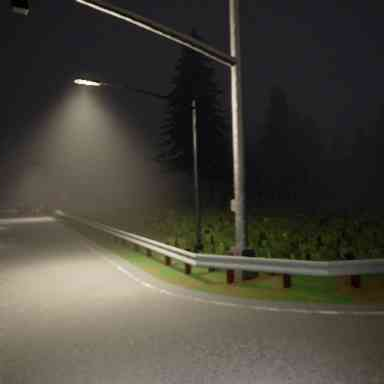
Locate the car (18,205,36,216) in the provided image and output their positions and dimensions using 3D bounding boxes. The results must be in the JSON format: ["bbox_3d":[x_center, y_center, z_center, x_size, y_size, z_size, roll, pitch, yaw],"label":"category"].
[{"bbox_3d":[-20.627,2.215,41.484,1.895,1.301,4.718,-2,0,-28],"label":"car"}]

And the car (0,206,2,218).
[{"bbox_3d":[-22.218,2.011,36.663,2.097,1.767,4.553,-2,0,-27],"label":"car"}]
